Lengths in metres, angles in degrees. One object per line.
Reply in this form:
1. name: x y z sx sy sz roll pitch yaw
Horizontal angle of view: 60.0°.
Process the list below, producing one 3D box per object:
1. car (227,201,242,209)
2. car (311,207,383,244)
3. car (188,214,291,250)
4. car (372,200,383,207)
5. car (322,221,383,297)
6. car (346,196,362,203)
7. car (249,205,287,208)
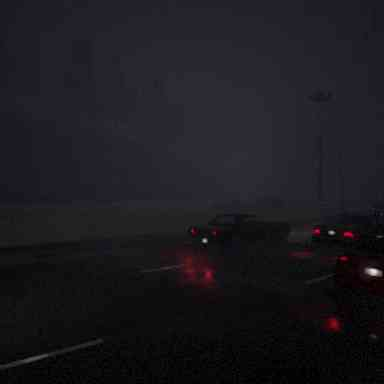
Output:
1. car: 4.510 1.501 40.258 1.882 1.535 5.008 0 0 45
2. car: 7.059 1.548 13.848 5.357 1.411 2.033 0 0 -40
3. car: 2.224 1.609 14.407 4.718 1.301 1.895 0 0 -39
4. car: 15.745 1.488 26.496 4.902 1.511 2.128 0 0 -44
5. car: 5.180 1.563 7.857 4.181 1.385 1.994 0 0 -38
6. car: 33.587 1.501 68.918 1.837 1.490 4.892 0 0 39
7. car: 7.749 1.365 33.649 4.553 1.767 2.097 0 0 -45
